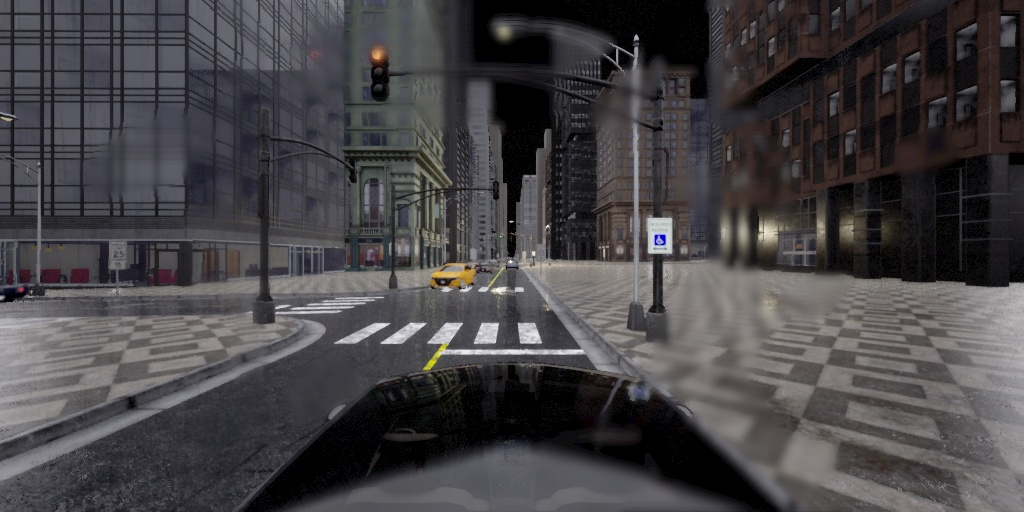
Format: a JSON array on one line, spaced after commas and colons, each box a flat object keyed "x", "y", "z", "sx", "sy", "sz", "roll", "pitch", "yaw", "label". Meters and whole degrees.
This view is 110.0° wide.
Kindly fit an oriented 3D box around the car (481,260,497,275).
[{"x": -3.085, "y": 1.317, "z": 39.781, "sx": 1.994, "sy": 1.385, "sz": 4.181, "roll": 0, "pitch": 0, "yaw": 0, "label": "car"}]

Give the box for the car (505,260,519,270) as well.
[{"x": 0.015, "y": 1.325, "z": 53.451, "sx": 1.994, "sy": 1.385, "sz": 4.181, "roll": 0, "pitch": 0, "yaw": 0, "label": "car"}]

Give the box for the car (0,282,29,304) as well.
[{"x": -26.315, "y": 1.727, "z": 16.910, "sx": 4.718, "sy": 1.301, "sz": 1.895, "roll": -1, "pitch": 0, "yaw": 0, "label": "car"}]

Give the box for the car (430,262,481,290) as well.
[{"x": -3.601, "y": 1.229, "z": 22.815, "sx": 1.882, "sy": 1.535, "sz": 5.008, "roll": 0, "pitch": 0, "yaw": 7, "label": "car"}]

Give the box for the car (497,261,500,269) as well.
[{"x": -2.992, "y": 1.329, "z": 58.086, "sx": 1.994, "sy": 1.385, "sz": 4.181, "roll": 0, "pitch": 0, "yaw": 0, "label": "car"}]
